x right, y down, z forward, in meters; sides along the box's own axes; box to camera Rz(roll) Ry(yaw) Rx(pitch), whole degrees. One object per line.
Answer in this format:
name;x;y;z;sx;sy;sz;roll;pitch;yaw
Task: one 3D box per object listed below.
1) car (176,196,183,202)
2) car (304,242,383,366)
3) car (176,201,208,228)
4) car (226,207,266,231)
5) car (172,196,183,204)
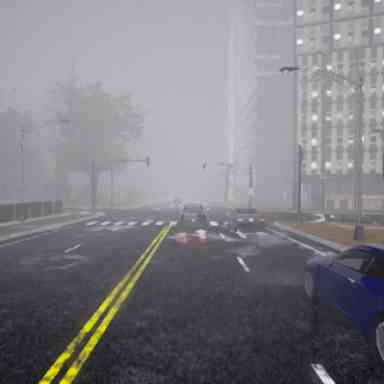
car;-3.239;1.914;87.340;1.882;1.535;5.008;0;0;0
car;3.350;1.551;5.442;1.812;1.442;4.674;0;-1;0
car;0.090;1.600;23.344;2.128;1.511;4.902;0;0;0
car;3.352;1.647;21.325;2.033;1.411;5.357;0;0;0
car;-3.241;1.855;71.739;1.882;1.535;5.008;0;0;0
